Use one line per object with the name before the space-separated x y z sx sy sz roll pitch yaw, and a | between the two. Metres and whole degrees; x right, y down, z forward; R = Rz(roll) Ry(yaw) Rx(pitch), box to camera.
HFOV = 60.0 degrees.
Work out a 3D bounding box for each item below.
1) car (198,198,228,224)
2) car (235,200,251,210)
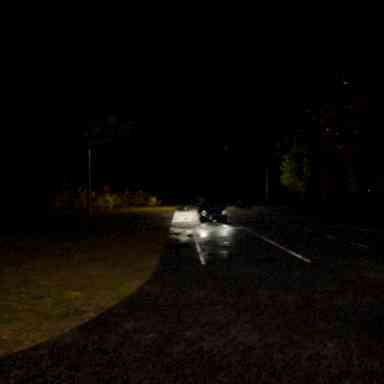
car | 1.629 1.615 27.249 2.097 1.767 4.553 -1 -1 -2
car | 7.864 1.944 51.751 1.837 1.490 4.892 -1 -1 -2
